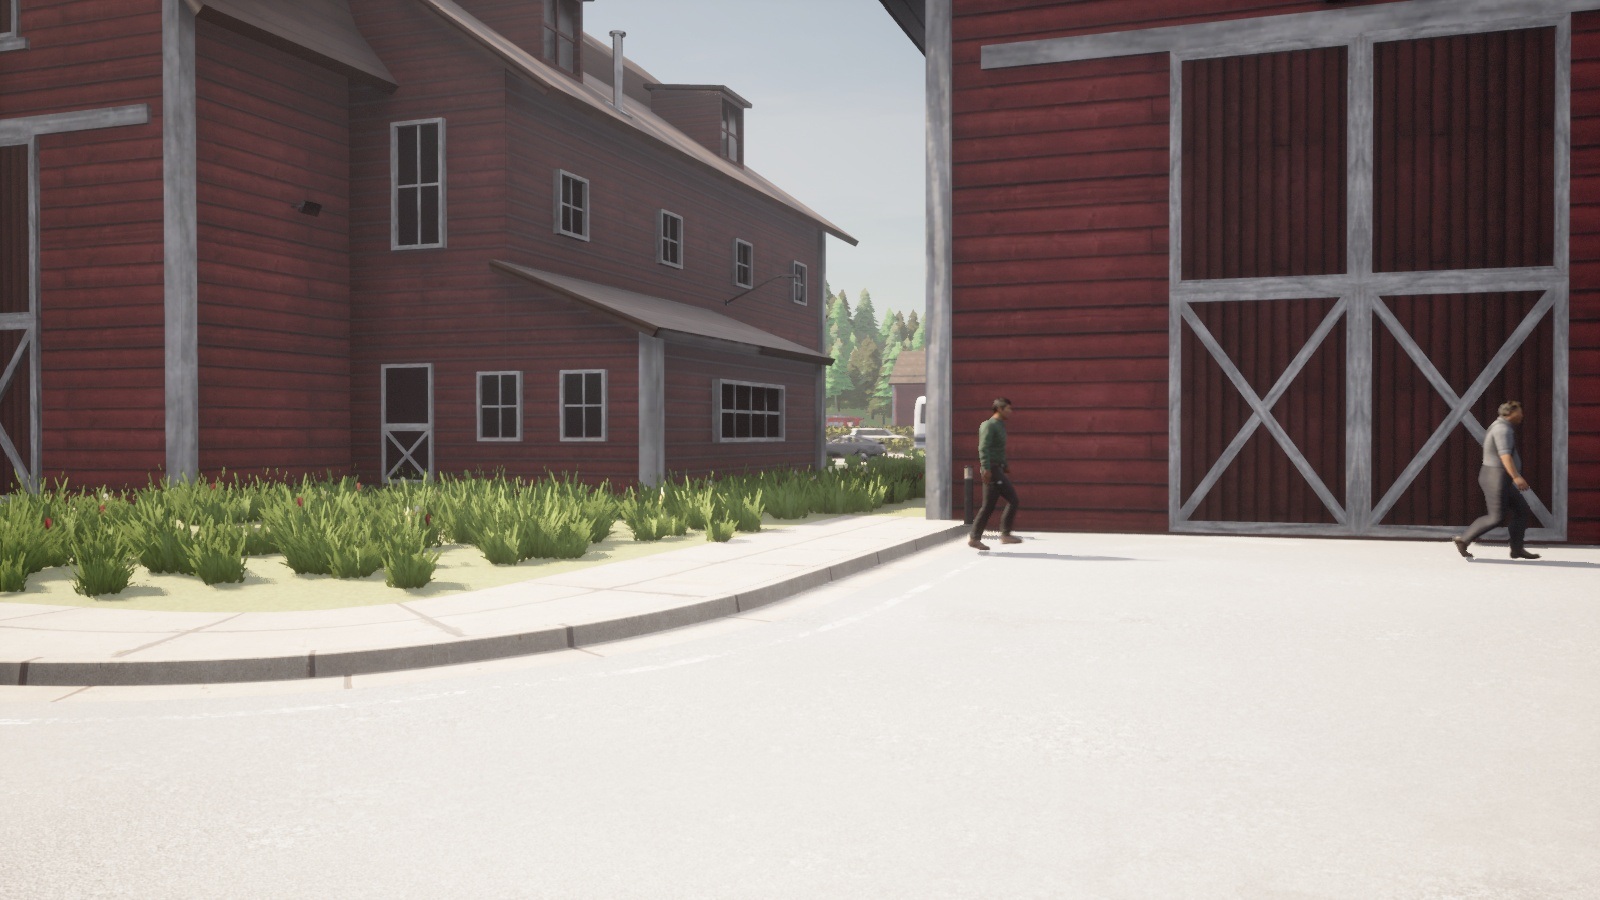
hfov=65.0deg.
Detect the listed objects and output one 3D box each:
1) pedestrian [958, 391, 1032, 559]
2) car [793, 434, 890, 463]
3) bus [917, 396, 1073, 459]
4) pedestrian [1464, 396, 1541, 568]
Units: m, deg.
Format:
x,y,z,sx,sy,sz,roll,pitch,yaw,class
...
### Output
x,y,z,sx,sy,sz,roll,pitch,yaw,class
2.319,0.290,14.898,0.788,1.949,0.423,1,1,18,pedestrian
2.280,-0.090,68.792,4.902,1.511,2.128,1,1,19,car
13.773,-1.613,88.512,10.273,4.253,3.944,1,1,19,bus
7.805,0.340,13.940,0.694,1.848,0.540,1,1,32,pedestrian
